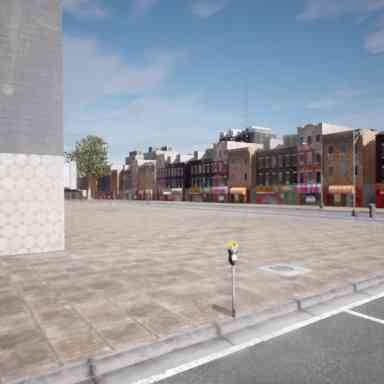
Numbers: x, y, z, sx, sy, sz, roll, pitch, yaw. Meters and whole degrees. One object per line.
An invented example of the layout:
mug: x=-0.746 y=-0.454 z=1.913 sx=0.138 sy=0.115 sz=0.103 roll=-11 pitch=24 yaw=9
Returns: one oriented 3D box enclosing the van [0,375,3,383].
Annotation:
van: x=-2.678 y=1.342 z=0.917 sx=3.998 sy=1.788 sz=1.690 roll=0 pitch=0 yaw=-35
